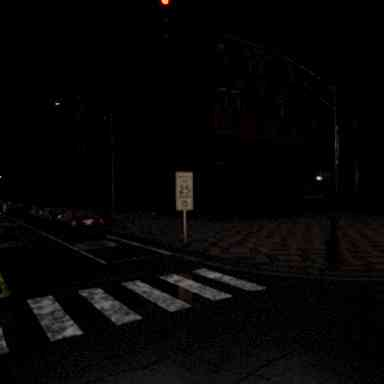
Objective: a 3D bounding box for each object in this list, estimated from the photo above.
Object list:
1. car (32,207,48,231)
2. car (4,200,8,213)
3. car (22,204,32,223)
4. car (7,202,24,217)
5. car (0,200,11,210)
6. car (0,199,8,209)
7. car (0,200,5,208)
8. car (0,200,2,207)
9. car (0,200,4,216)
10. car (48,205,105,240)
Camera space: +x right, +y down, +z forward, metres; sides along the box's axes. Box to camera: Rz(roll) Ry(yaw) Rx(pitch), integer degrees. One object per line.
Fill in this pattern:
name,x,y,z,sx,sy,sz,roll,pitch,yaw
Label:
car,-9.314,1.662,22.652,1.967,1.590,4.097,-1,0,-34
car,-24.689,2.052,45.201,1.752,1.417,4.829,-1,0,-34
car,-12.368,1.863,27.134,1.802,1.307,4.206,-1,0,-34
car,-18.481,1.946,36.097,1.887,1.381,4.507,-1,0,-34
car,-30.708,2.090,54.024,1.967,1.590,4.097,-1,0,-34
car,-33.764,2.154,58.506,1.967,1.590,4.097,-1,0,-34
car,-36.819,2.322,62.988,1.887,1.381,4.507,-1,0,-34
car,-39.873,2.393,67.470,2.008,1.369,4.403,-1,0,-34
car,-23.545,1.845,38.662,2.097,1.767,4.553,-1,0,-34
car,-6.258,1.602,18.170,1.967,1.590,4.097,-1,0,-34
